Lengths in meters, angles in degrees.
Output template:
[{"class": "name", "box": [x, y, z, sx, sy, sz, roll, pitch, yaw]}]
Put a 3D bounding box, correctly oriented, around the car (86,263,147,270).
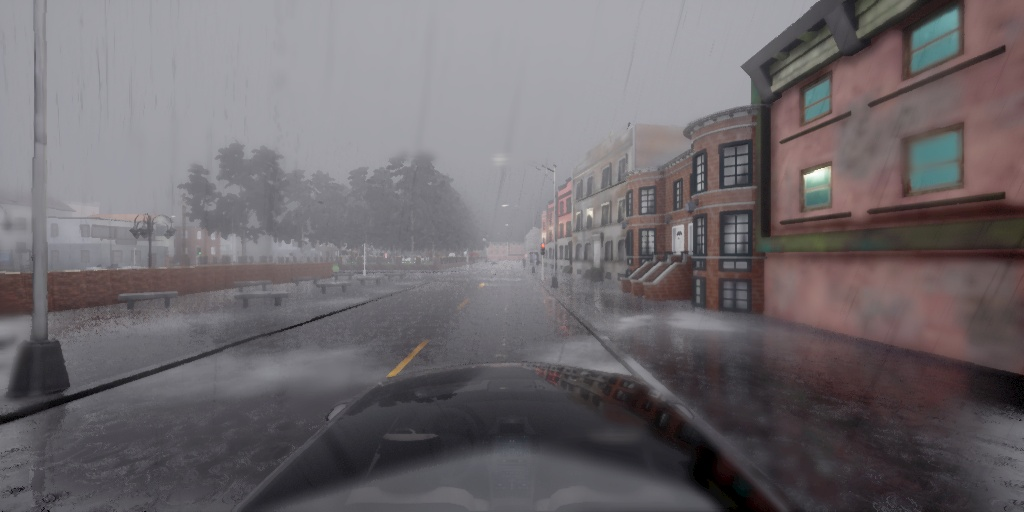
[{"class": "car", "box": [-41.088, 1.362, 37.420, 4.718, 1.301, 1.895, 0, 0, 0]}]
